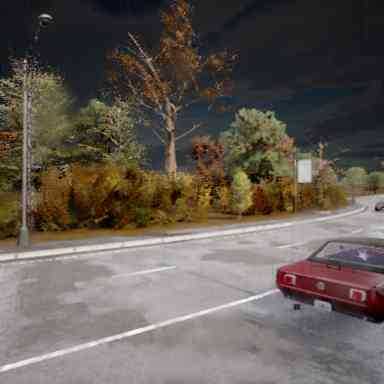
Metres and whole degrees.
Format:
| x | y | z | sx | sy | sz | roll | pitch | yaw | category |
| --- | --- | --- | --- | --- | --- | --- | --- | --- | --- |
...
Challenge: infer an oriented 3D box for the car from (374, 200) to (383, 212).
| x | y | z | sx | sy | sz | roll | pitch | yaw | category |
| --- | --- | --- | --- | --- | --- | --- | --- | --- | --- |
| 22.060 | 1.601 | 37.839 | 1.994 | 1.385 | 4.181 | 0 | 0 | 34 | car |

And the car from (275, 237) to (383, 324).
| x | y | z | sx | sy | sz | roll | pitch | yaw | category |
| --- | --- | --- | --- | --- | --- | --- | --- | --- | --- |
| 3.915 | 1.613 | 6.977 | 4.718 | 1.301 | 1.895 | 0 | 0 | -39 | car |
